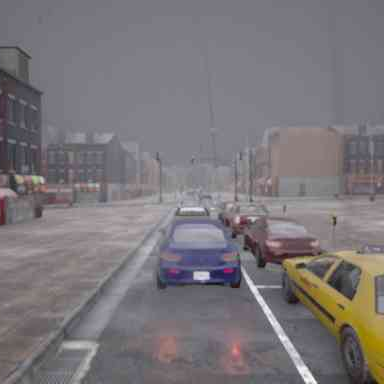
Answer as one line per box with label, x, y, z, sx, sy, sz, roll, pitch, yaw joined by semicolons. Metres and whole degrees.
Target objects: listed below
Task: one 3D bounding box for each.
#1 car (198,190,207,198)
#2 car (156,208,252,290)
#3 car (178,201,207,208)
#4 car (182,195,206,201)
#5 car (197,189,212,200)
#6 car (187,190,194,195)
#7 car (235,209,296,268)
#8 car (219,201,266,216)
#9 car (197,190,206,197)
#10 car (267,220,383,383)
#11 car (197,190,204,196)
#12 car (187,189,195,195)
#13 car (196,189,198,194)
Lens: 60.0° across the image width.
car;2.355;0.400;74.784;1.967;1.590;4.097;-1;1;0
car;0.094;1.382;8.603;1.812;1.442;4.674;0;1;-2
car;0.024;1.327;16.734;1.895;1.301;4.718;0;1;0
car;-0.072;1.174;26.824;1.895;1.301;4.718;0;1;0
car;2.415;0.591;58.578;1.967;1.590;4.097;-1;1;0
car;-0.345;0.107;94.041;1.812;1.442;4.674;0;1;0
car;2.597;1.410;10.309;1.802;1.307;4.206;0;1;0
car;2.576;1.181;15.772;1.967;1.590;4.097;0;1;0
car;2.335;0.339;80.186;1.967;1.590;4.097;-1;1;0
car;2.617;1.439;5.012;1.752;1.417;4.829;0;1;0
car;2.295;0.305;91.161;1.752;1.417;4.829;-1;1;0
car;-0.307;0.353;83.624;1.837;1.490;4.892;0;1;0
car;2.394;0.401;63.978;2.192;1.841;5.009;-1;1;0
